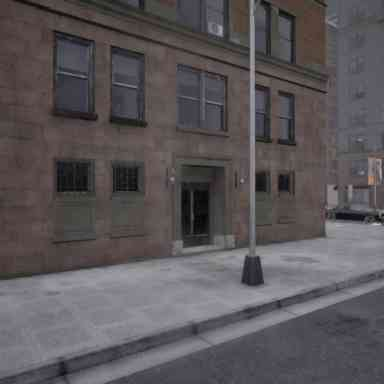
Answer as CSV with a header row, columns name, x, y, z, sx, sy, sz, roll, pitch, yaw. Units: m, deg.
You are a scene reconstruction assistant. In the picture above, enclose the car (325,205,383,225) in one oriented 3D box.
name,x,y,z,sx,sy,sz,roll,pitch,yaw
car,12.059,1.625,24.650,1.895,1.301,4.718,0,0,-35
